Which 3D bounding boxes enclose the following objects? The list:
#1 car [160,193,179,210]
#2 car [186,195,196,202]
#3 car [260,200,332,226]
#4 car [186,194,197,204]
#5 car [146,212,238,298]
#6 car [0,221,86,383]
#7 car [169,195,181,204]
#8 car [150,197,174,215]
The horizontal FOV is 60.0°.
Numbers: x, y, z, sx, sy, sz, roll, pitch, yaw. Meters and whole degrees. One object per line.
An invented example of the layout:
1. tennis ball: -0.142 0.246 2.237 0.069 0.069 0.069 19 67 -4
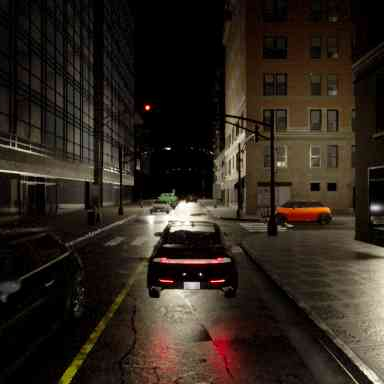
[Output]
1. car: -3.203 1.194 43.732 2.150 2.045 5.566 0 0 1
2. car: -0.220 1.473 75.701 2.128 1.511 4.902 0 0 0
3. car: 7.021 1.321 22.725 4.553 1.767 2.097 0 0 -4
4. car: -0.087 1.309 63.877 2.097 1.767 4.553 0 0 0
5. car: 0.022 1.490 8.479 2.128 1.511 4.902 0 0 1
6. car: -3.015 1.351 4.186 2.097 1.767 4.553 0 0 1
7. car: -3.243 1.449 64.008 2.128 1.511 4.902 0 0 0
8. car: -3.195 1.506 34.279 1.812 1.442 4.674 0 0 0
